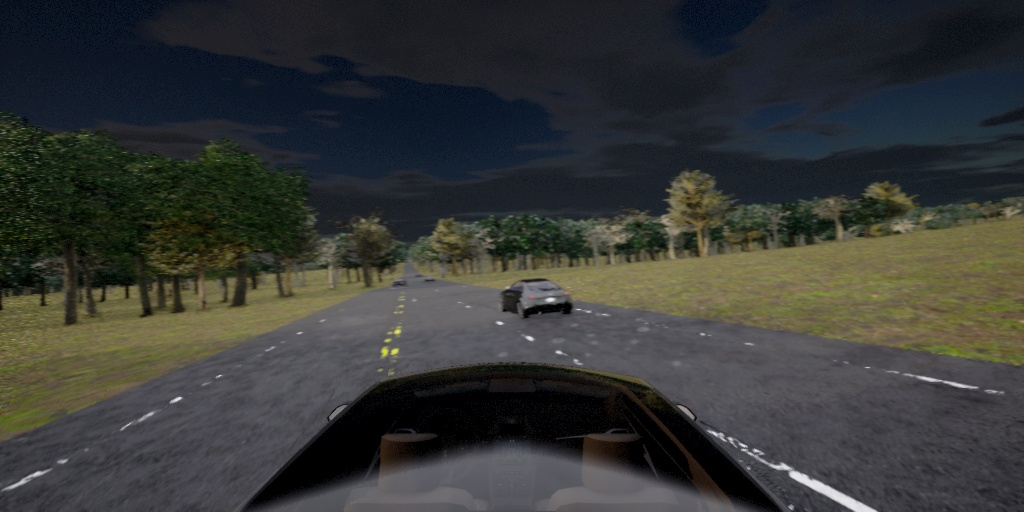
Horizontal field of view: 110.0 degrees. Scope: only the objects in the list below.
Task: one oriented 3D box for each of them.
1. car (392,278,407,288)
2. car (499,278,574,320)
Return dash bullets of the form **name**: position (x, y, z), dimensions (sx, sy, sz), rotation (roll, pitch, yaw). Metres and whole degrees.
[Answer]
- **car**: position (-18.468, 4.409, 59.113), dimensions (2.033, 1.411, 5.357), rotation (-4, -2, -10)
- **car**: position (0.789, 1.594, 14.358), dimensions (1.994, 1.385, 4.181), rotation (-4, -2, -16)
